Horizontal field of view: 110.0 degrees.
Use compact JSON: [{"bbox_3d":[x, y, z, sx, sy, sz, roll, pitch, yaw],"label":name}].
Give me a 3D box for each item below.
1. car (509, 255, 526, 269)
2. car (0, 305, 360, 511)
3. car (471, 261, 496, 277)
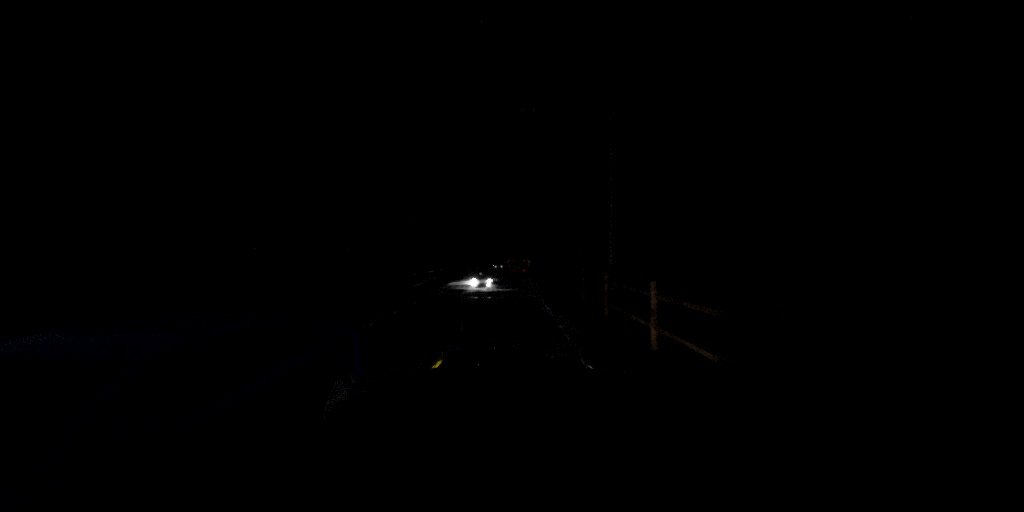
[{"bbox_3d":[0.940,0.971,55.303,2.150,2.045,5.566,0,0,0],"label":"car"},{"bbox_3d":[-2.839,1.227,2.476,1.882,1.535,5.008,0,0,0],"label":"car"},{"bbox_3d":[-2.858,1.340,35.118,1.895,1.301,4.718,0,0,0],"label":"car"}]
